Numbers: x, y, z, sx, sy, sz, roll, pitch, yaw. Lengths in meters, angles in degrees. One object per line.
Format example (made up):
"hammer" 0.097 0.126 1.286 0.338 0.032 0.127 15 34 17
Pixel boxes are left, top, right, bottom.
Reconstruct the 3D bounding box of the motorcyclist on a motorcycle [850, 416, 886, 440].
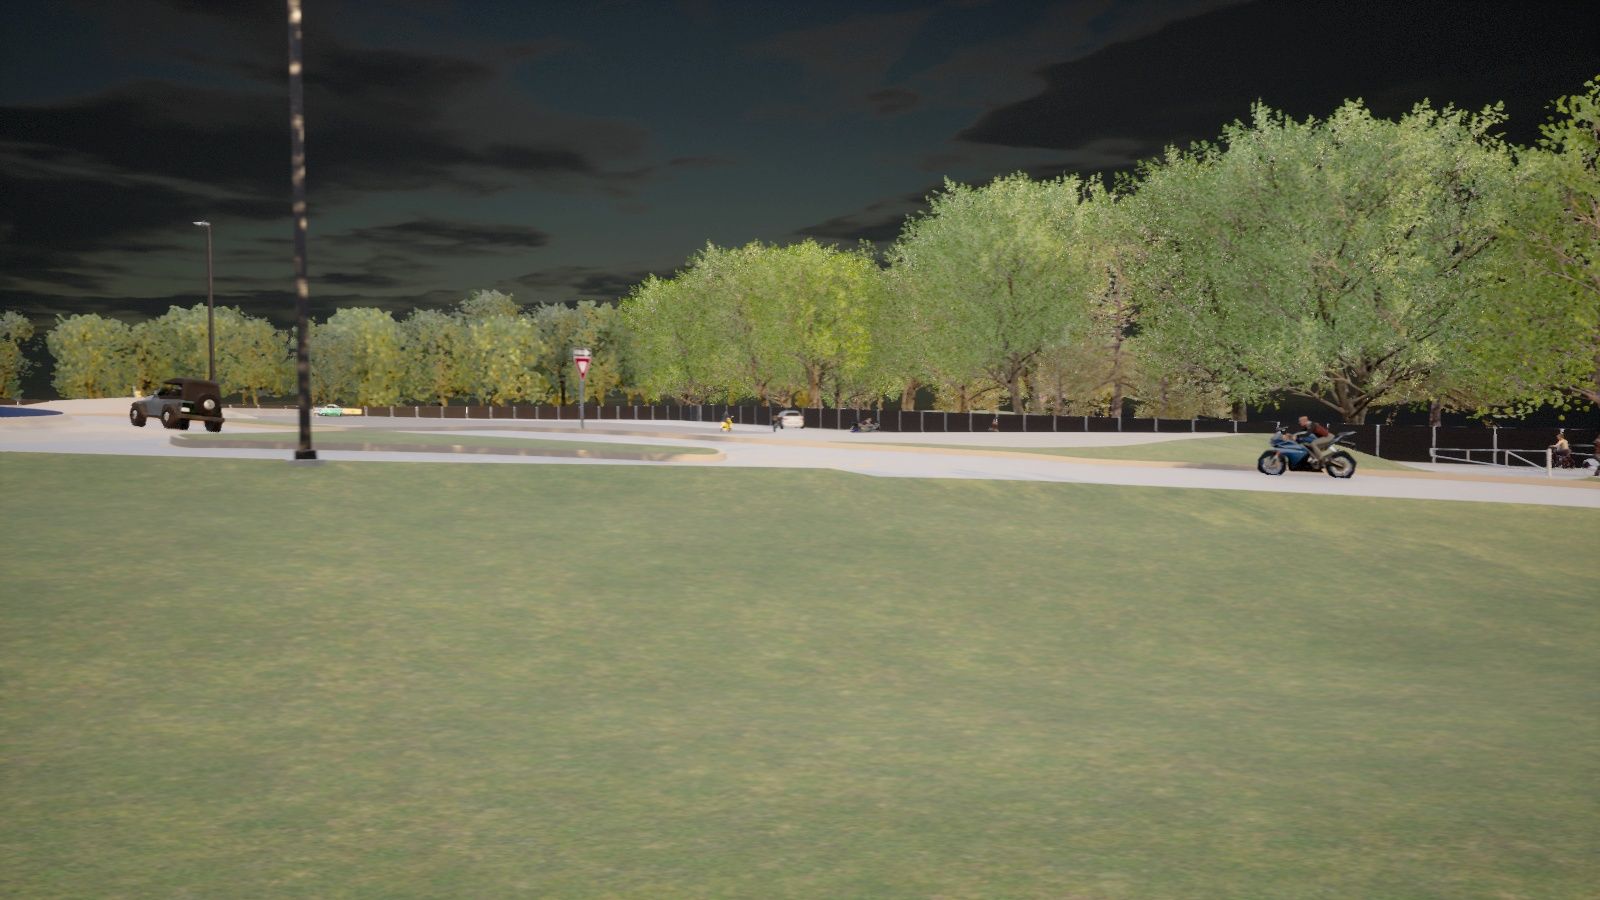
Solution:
"motorcyclist on a motorcycle" 4.528 -1.449 83.892 2.191 1.530 0.866 1 2 -8

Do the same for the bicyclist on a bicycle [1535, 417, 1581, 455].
"bicyclist on a bicycle" 33.533 -0.630 55.547 0.866 1.612 1.509 -3 2 -23

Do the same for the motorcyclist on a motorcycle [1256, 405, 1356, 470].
"motorcyclist on a motorcycle" 12.292 -0.314 30.577 2.191 1.530 0.866 1 2 18

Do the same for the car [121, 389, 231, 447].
"car" -22.602 -1.154 45.478 3.866 1.878 1.905 1 -3 37
